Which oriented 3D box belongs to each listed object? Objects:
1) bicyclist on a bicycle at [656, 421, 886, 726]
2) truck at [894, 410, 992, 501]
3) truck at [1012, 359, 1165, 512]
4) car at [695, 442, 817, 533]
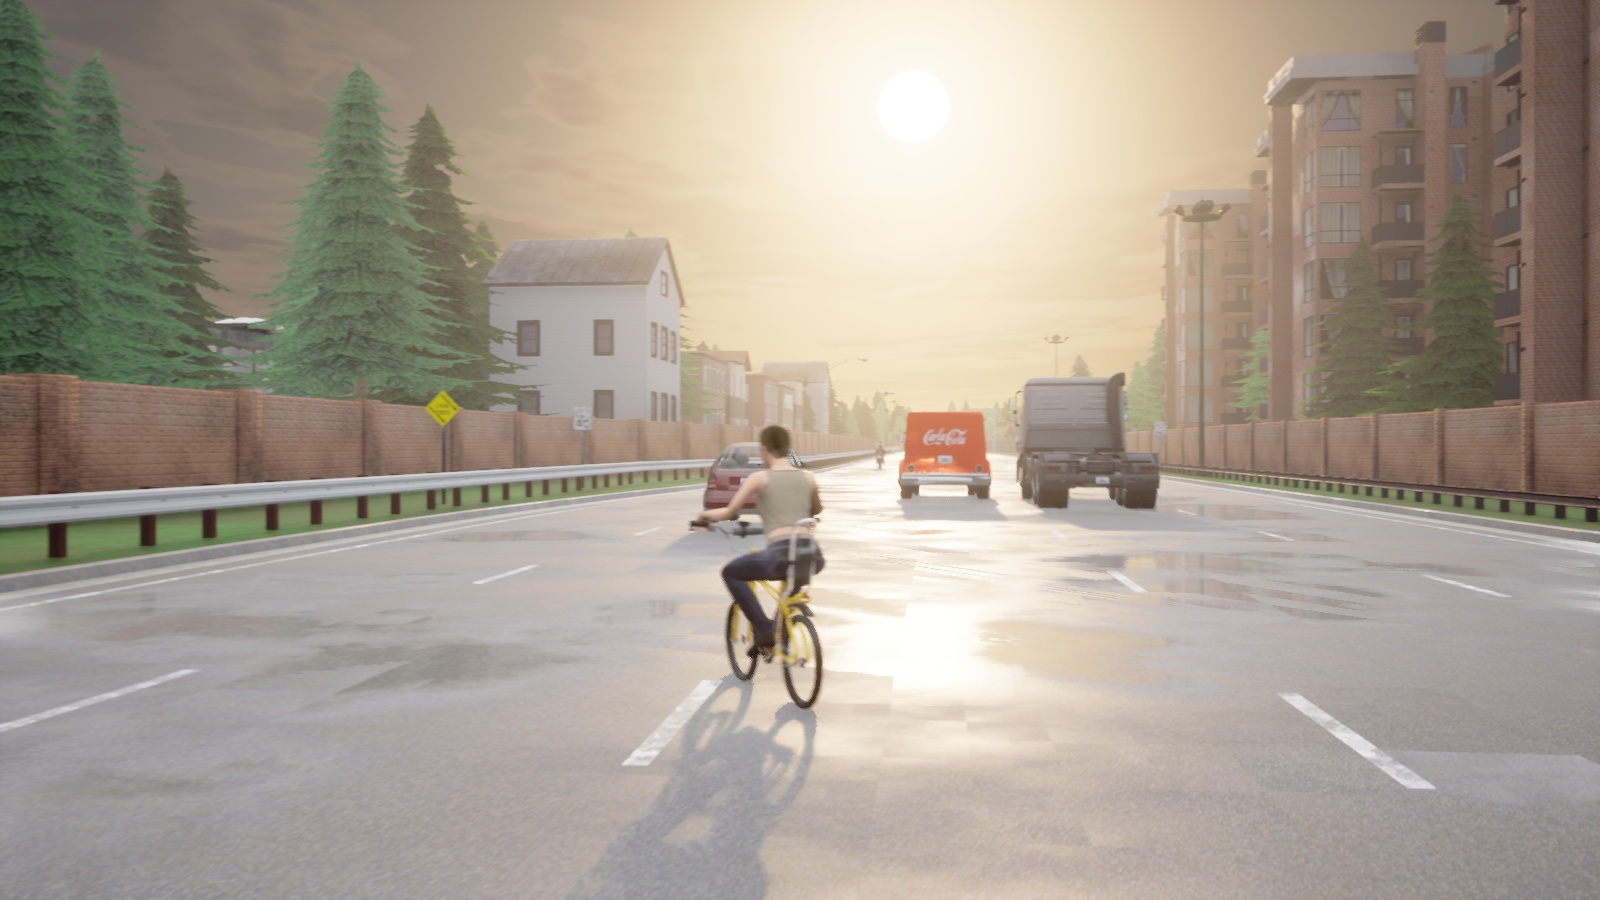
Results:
[{"bbox_3d":[-0.220,0.654,7.501,0.866,1.612,1.509,0,0,-23],"label":"bicyclist on a bicycle"},{"bbox_3d":[4.112,0.128,36.550,2.627,2.467,5.204,0,1,6],"label":"truck"},{"bbox_3d":[7.221,-0.351,32.541,2.891,3.462,7.936,0,0,6],"label":"truck"},{"bbox_3d":[-0.744,0.633,23.470,1.789,1.549,3.705,0,0,6],"label":"car"}]
